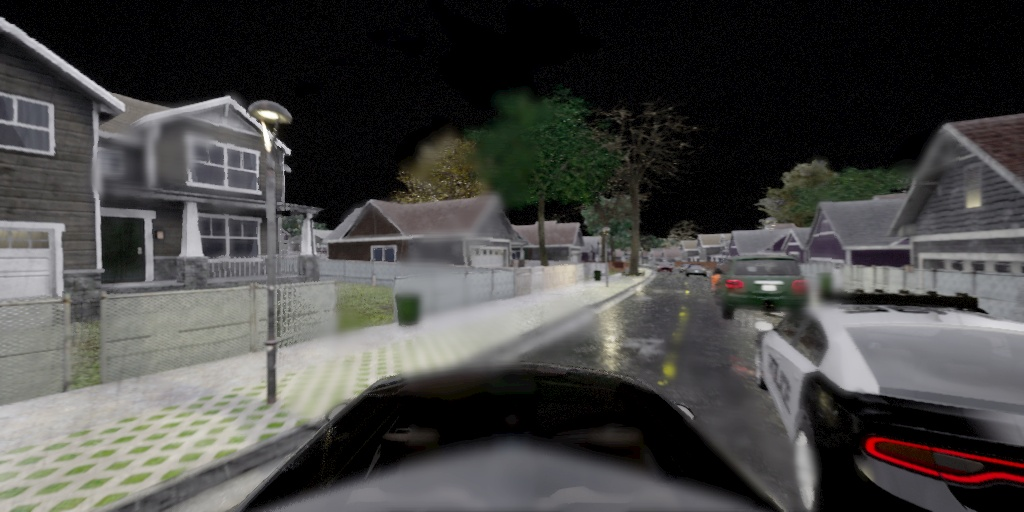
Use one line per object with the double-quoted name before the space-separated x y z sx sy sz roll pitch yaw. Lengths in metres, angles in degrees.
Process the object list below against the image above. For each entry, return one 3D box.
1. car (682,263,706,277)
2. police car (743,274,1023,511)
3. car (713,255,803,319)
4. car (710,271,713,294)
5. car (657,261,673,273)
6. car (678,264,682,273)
"car" 20.345 1.591 39.847 1.994 1.385 4.181 -1 -1 24
"police car" 3.803 1.160 3.669 1.930 1.638 5.238 -1 -1 29
"car" 8.457 1.005 12.491 2.150 2.045 5.566 -1 -1 27
"car" 11.144 1.161 17.826 2.097 1.767 4.553 -1 -1 26
"car" 23.717 1.640 55.750 2.097 1.767 4.553 -1 -1 21
"car" 25.319 1.752 52.069 2.033 1.411 5.357 -1 -1 21
